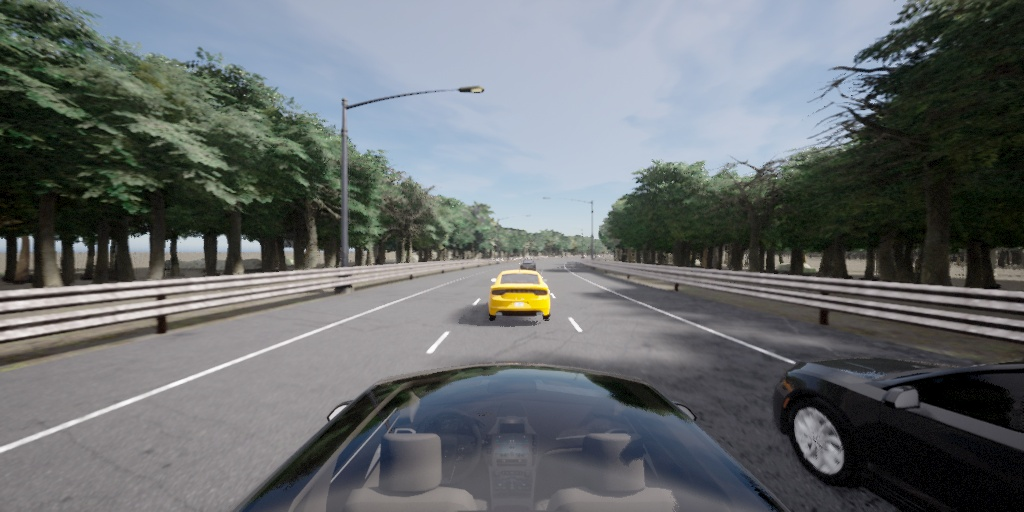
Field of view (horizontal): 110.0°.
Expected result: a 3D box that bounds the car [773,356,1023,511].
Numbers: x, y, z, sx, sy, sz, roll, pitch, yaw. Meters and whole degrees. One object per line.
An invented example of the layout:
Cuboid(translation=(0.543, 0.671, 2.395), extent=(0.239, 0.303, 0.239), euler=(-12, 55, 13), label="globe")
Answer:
Cuboid(translation=(3.625, 1.258, 1.727), extent=(1.837, 1.490, 4.892), euler=(0, 0, 0), label="car")

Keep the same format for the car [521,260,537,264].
Cuboid(translation=(2.024, 1.203, 44.159), extent=(2.128, 1.511, 4.902), euler=(0, 0, 5), label="car")

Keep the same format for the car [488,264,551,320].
Cuboid(translation=(0.267, 1.225, 12.673), extent=(1.882, 1.535, 5.008), euler=(0, 0, 1), label="car")
